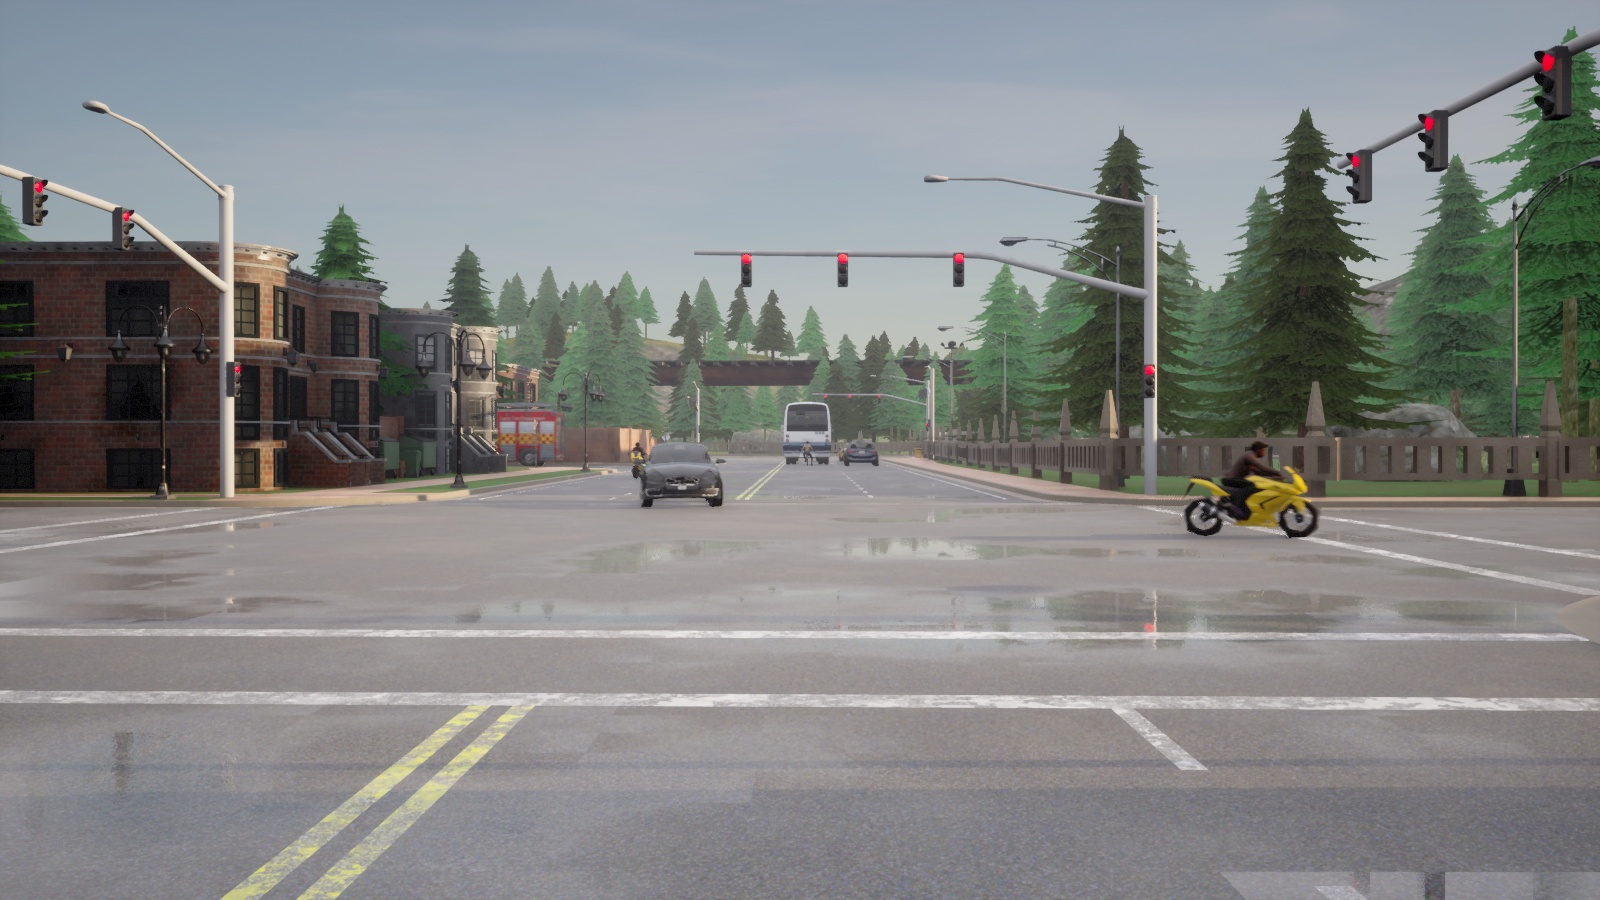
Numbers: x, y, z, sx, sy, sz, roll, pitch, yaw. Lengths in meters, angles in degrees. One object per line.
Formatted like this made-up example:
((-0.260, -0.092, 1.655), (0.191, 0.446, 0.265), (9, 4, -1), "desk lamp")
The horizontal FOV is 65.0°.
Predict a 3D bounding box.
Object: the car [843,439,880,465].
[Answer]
((3.981, 0.129, 82.382), (2.242, 1.667, 4.611), (0, 0, 0), "car")

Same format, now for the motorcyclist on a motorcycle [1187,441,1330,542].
((7.111, 0.624, 19.561), (2.044, 1.523, 0.797), (0, -1, 16), "motorcyclist on a motorcycle")

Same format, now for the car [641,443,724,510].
((-2.917, 0.577, 30.447), (1.837, 1.490, 4.892), (0, 0, -7), "car")

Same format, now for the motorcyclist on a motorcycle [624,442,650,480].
((-6.693, 0.431, 51.775), (0.797, 1.523, 2.044), (0, 0, 0), "motorcyclist on a motorcycle")

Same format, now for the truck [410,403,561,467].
((-18.997, -0.903, 76.267), (8.468, 3.827, 2.891), (0, 0, -1), "truck")

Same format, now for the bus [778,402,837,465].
((0.524, -1.136, 89.810), (3.944, 4.253, 10.273), (0, 0, 0), "bus")
